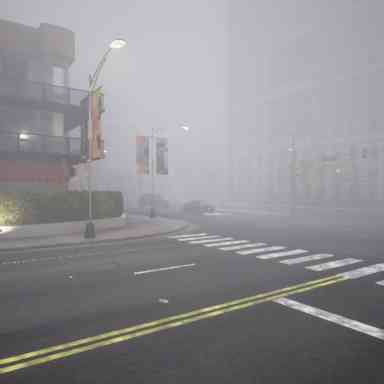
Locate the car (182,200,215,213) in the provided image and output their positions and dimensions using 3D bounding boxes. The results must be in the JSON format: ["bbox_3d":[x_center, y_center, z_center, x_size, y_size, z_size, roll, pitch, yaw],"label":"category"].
[{"bbox_3d":[0.678,1.563,36.675,1.994,1.385,4.181,0,0,-35],"label":"car"}]

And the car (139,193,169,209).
[{"bbox_3d":[-5.262,1.221,45.308,2.150,2.045,5.566,0,0,-35],"label":"car"}]
